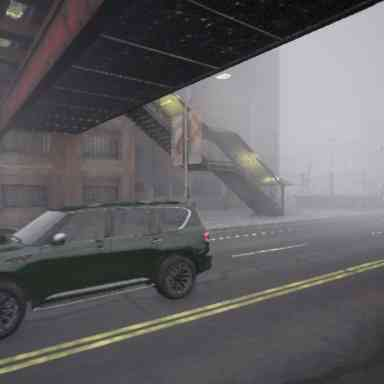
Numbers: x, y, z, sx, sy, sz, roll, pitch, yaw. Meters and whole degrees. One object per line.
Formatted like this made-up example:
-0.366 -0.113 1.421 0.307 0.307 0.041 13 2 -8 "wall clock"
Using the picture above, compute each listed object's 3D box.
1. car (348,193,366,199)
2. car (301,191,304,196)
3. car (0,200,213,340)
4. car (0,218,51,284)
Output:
38.705 0.957 78.007 4.674 1.452 2.002 0 0 -37 "car"
30.563 0.764 88.776 5.566 2.045 2.435 0 0 -37 "car"
-2.131 1.207 6.787 5.566 2.045 2.150 0 0 -36 "car"
-6.158 1.525 8.192 4.674 1.442 1.812 0 0 -36 "car"
